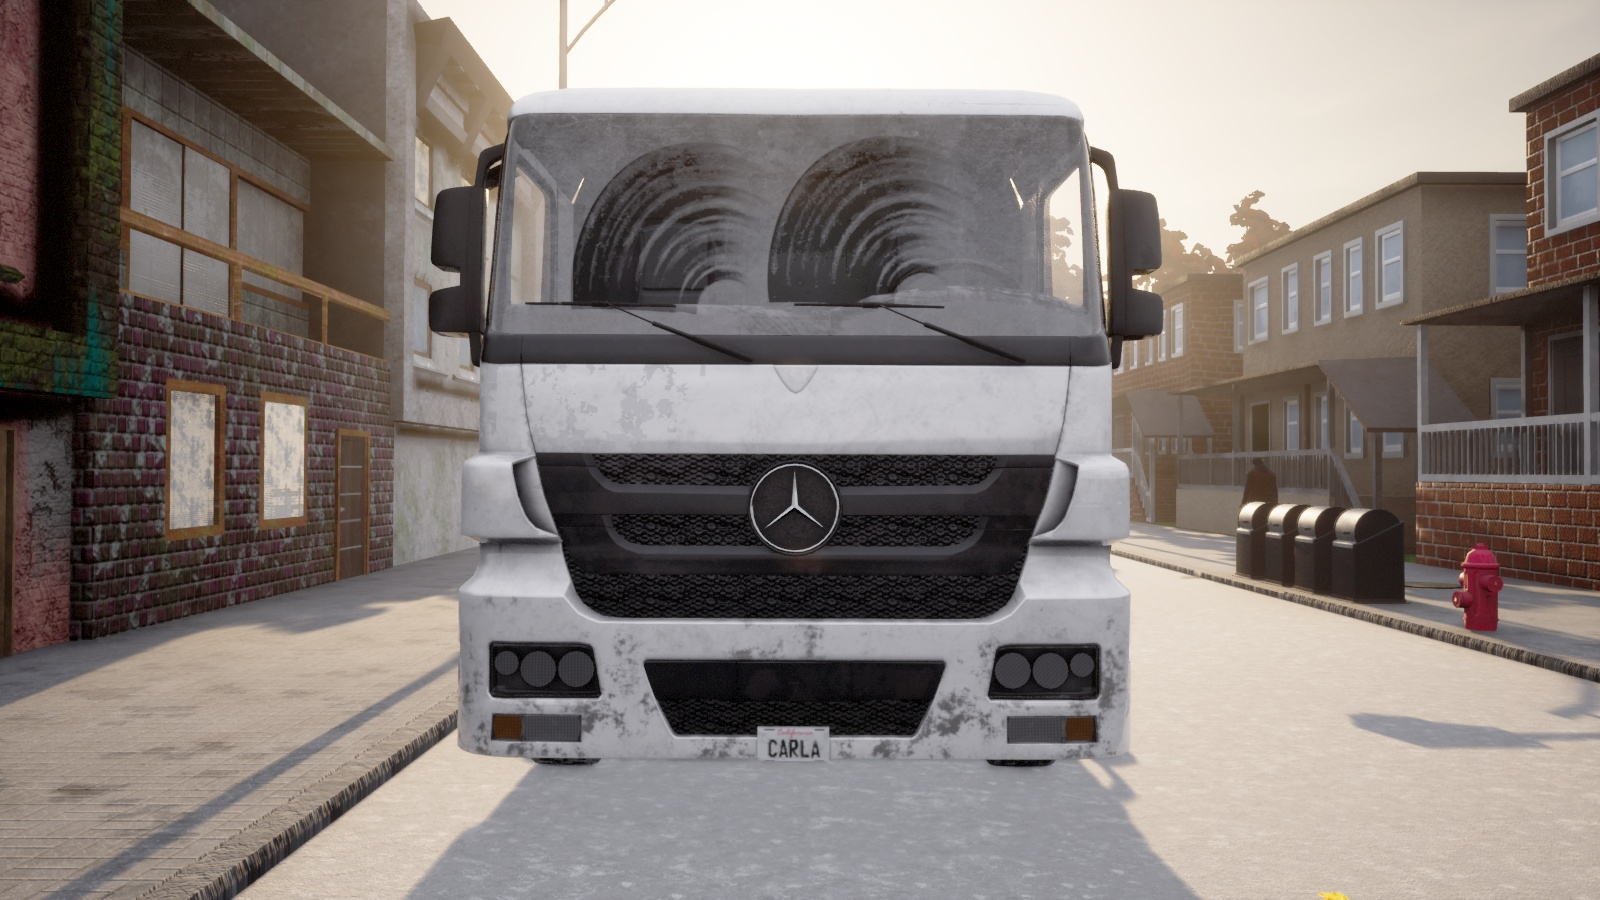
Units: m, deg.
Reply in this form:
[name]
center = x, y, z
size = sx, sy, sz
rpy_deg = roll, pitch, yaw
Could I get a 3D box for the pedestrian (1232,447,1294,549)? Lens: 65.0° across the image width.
[pedestrian]
center = 8.589, 0.880, 23.316
size = 0.634, 1.844, 0.899
rpy_deg = 0, -1, -17

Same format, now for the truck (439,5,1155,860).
[truck]
center = -0.025, -0.015, 9.072
size = 2.891, 3.462, 7.936
rpy_deg = 0, -1, 0
